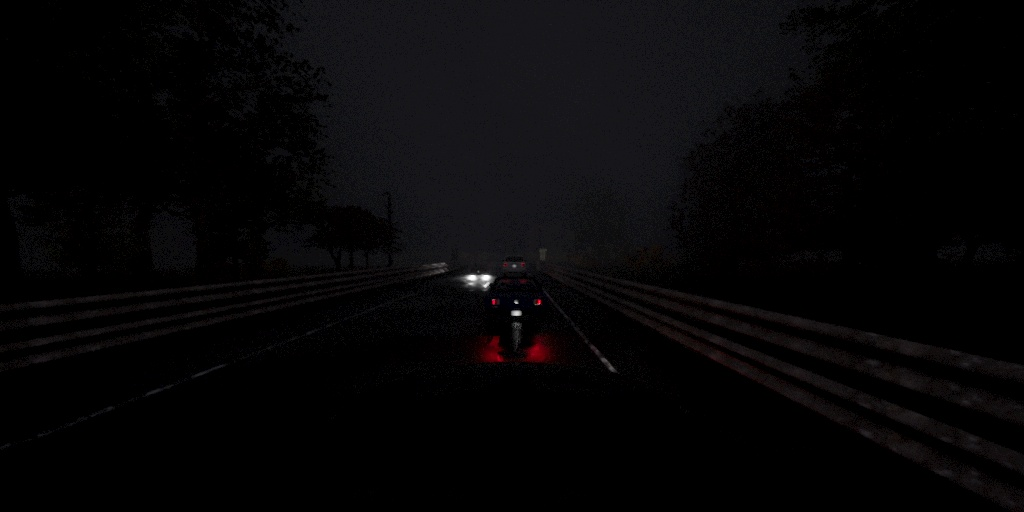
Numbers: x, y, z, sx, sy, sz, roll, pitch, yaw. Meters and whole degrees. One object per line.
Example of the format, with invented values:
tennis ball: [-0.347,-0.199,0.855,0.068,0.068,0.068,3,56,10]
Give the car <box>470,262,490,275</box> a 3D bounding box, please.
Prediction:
car: [-3.462,1.320,39.269,1.895,1.301,4.718,0,0,0]

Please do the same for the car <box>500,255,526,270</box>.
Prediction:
car: [0.218,0.949,34.742,2.150,2.045,5.566,0,0,0]

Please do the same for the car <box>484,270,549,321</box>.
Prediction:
car: [0.138,1.345,12.475,1.895,1.301,4.718,0,0,0]
